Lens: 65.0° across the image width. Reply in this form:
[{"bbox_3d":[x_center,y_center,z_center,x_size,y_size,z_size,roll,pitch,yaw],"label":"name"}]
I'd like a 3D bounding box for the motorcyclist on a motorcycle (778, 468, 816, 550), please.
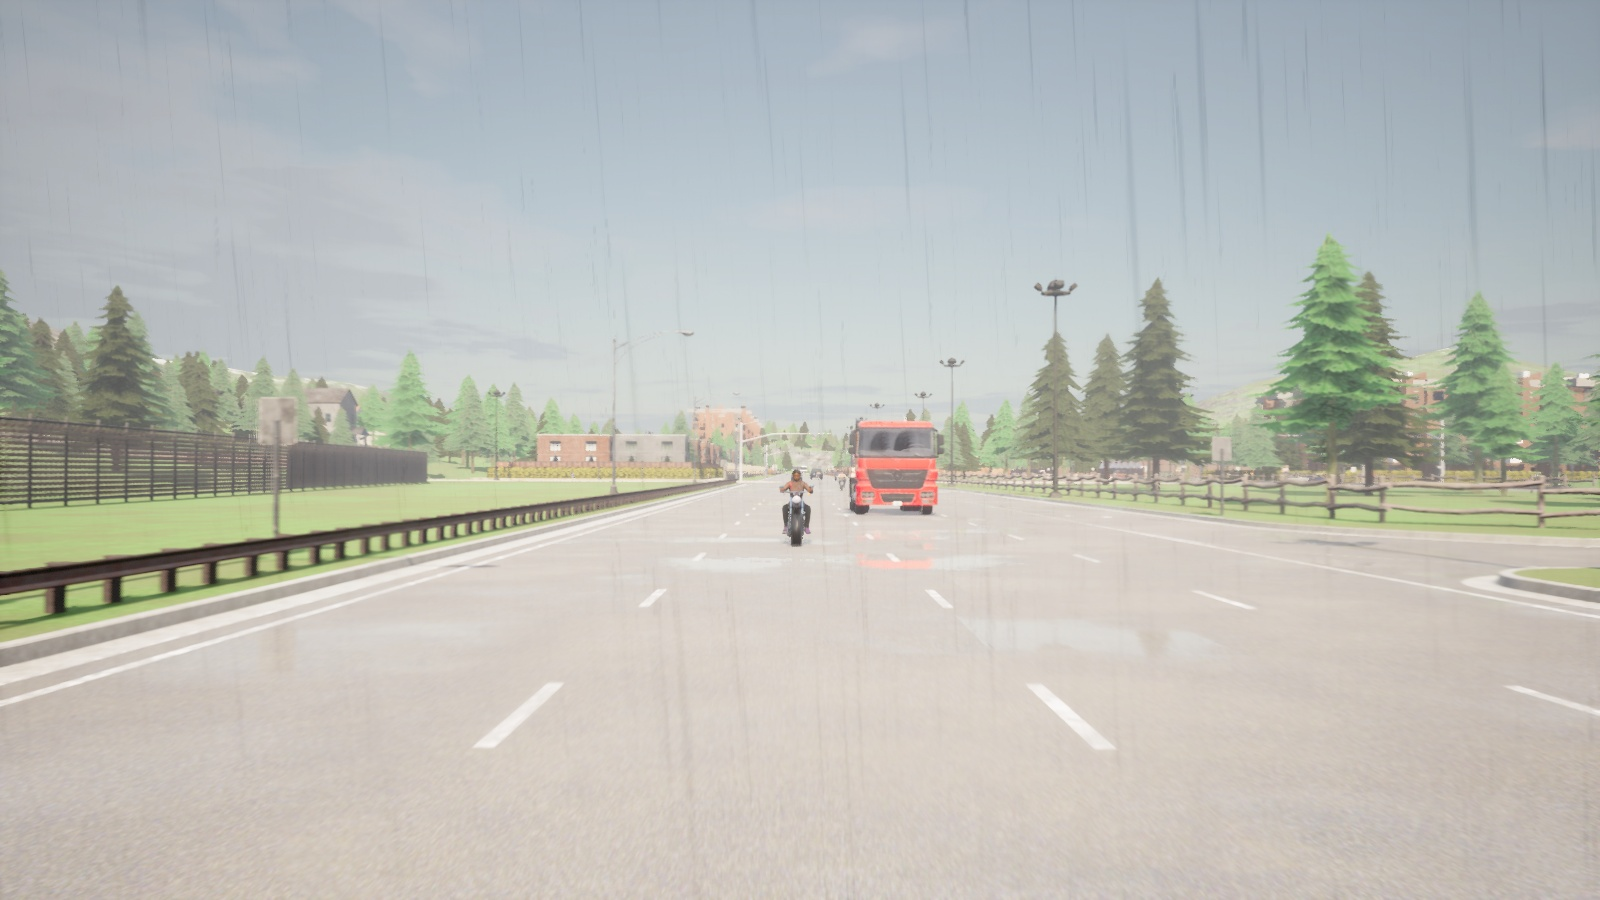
[{"bbox_3d":[-0.065,1.208,26.524,0.766,1.649,2.350,0,-1,0],"label":"motorcyclist on a motorcycle"}]

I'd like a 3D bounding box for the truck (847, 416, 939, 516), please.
[{"bbox_3d":[3.380,0.615,47.737,2.891,3.462,7.936,0,-1,0],"label":"truck"}]
